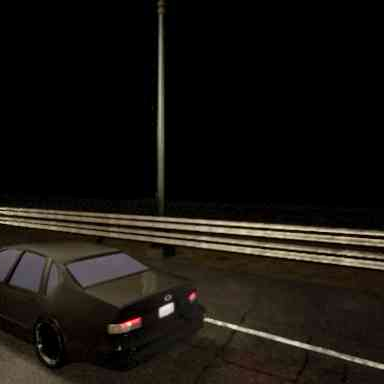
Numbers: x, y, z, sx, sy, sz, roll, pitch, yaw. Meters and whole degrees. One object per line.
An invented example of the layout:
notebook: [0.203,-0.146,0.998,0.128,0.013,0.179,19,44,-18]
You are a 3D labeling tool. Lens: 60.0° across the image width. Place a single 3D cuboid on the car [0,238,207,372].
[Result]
car: [-2.379,1.531,5.661,5.357,1.411,2.033,0,0,35]
